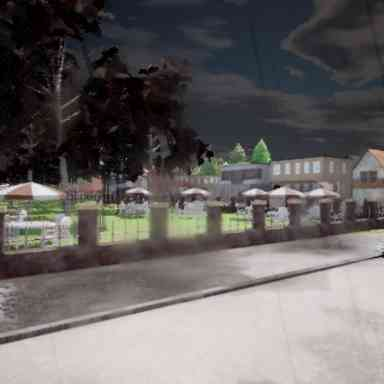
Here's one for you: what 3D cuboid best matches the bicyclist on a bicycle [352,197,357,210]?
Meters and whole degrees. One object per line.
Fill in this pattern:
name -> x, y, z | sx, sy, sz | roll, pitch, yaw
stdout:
bicyclist on a bicycle -> 19.337, 1.395, 39.862 | 1.656, 1.620, 0.582 | 0, 0, -35

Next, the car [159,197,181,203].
car -> -3.868, 1.584, 58.115 | 2.033, 1.411, 5.357 | 0, 0, -35
